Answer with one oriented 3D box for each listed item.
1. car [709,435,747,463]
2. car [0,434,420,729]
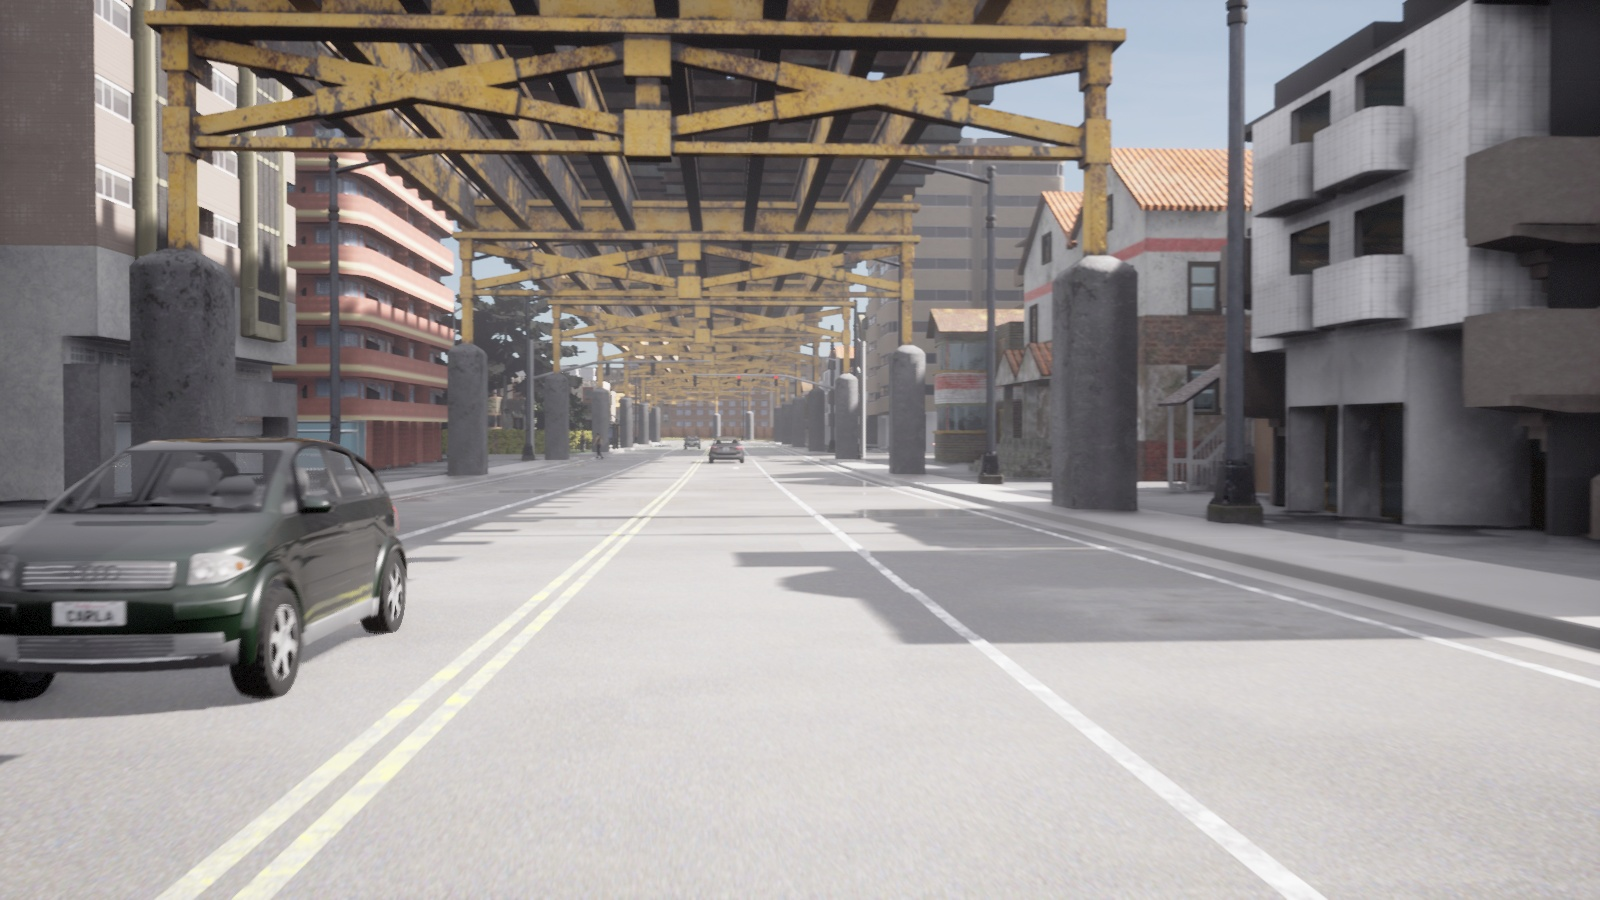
[{"bbox_3d":[-4.463,-0.114,78.001,2.242,1.667,4.611,0,1,-3],"label":"car"},{"bbox_3d":[-3.921,0.683,8.464,1.789,1.549,3.705,0,0,-3],"label":"car"}]
